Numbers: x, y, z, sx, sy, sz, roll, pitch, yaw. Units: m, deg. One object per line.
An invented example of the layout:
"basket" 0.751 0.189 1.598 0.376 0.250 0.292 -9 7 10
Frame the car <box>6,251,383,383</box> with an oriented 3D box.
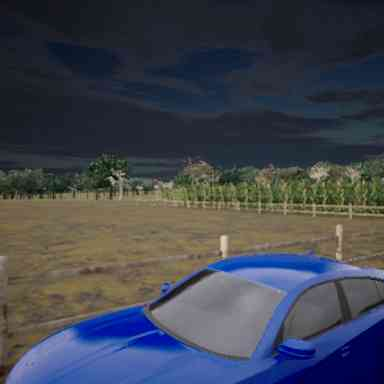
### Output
"car" 0.787 1.492 3.619 5.008 1.535 1.882 0 0 -35
